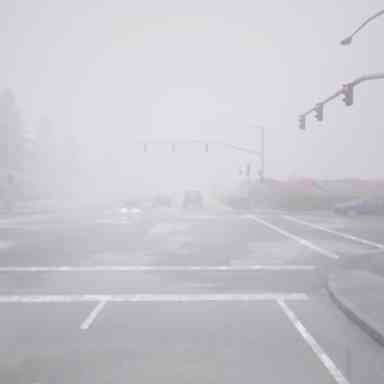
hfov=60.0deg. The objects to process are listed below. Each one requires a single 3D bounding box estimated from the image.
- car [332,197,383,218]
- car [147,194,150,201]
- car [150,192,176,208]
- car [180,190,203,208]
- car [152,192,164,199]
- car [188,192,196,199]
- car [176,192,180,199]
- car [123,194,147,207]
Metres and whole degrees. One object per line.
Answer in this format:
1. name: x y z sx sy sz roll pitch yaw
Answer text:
1. car: 13.276 1.145 25.203 5.008 1.535 1.882 0 1 0
2. car: -7.072 0.955 53.981 2.033 1.411 5.357 0 1 0
3. car: -3.401 0.920 39.315 2.097 1.767 4.553 0 1 0
4. car: 0.098 0.795 38.795 2.150 2.045 5.566 0 1 0
5. car: -7.004 0.708 69.386 1.882 1.535 5.008 0 1 0
6. car: -0.004 0.691 73.771 1.837 1.490 4.892 0 1 0
7. car: -3.504 0.668 73.857 1.882 1.535 5.008 0 1 0
8. car: -7.093 1.154 40.663 1.895 1.301 4.718 0 1 0
